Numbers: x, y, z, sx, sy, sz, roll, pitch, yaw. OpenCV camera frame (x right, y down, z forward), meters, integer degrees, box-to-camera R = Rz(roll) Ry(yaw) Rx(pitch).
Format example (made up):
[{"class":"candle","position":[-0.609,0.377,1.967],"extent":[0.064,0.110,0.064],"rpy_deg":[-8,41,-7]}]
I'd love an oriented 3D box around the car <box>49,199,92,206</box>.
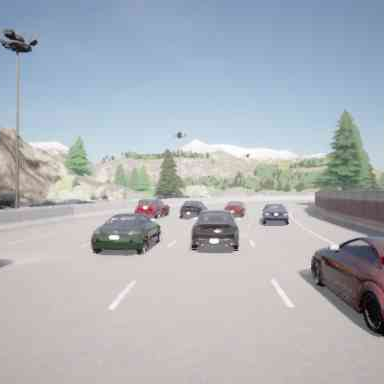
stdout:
[{"class":"car","position":[-12.830,1.537,36.596],"extent":[2.033,1.411,5.357],"rpy_deg":[0,0,14]}]

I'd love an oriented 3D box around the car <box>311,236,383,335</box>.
[{"class":"car","position":[3.896,1.577,6.691],"extent":[1.994,1.385,4.181],"rpy_deg":[0,0,3]}]

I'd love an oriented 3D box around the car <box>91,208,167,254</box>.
[{"class":"car","position":[-2.526,1.566,13.669],"extent":[1.994,1.385,4.181],"rpy_deg":[0,0,6]}]

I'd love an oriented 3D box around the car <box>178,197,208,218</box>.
[{"class":"car","position":[0.232,1.522,30.126],"extent":[1.837,1.490,4.892],"rpy_deg":[0,0,13]}]

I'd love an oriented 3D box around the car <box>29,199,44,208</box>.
[{"class":"car","position":[-18.546,1.543,42.117],"extent":[1.994,1.385,4.181],"rpy_deg":[0,0,16]}]

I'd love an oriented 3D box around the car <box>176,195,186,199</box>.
[{"class":"car","position":[-2.222,1.498,80.289],"extent":[1.994,1.385,4.181],"rpy_deg":[0,0,30]}]

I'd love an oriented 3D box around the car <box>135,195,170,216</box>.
[{"class":"car","position":[-3.438,1.360,29.687],"extent":[2.097,1.767,4.553],"rpy_deg":[0,0,12]}]

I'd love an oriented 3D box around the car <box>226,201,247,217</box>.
[{"class":"car","position":[4.093,1.552,31.235],"extent":[1.812,1.442,4.674],"rpy_deg":[0,0,14]}]

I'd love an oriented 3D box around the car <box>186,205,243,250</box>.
[{"class":"car","position":[1.061,1.515,14.355],"extent":[1.837,1.490,4.892],"rpy_deg":[0,0,6]}]

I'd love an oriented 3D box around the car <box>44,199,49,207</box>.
[{"class":"car","position":[-15.266,1.534,40.987],"extent":[2.033,1.411,5.357],"rpy_deg":[0,0,16]}]

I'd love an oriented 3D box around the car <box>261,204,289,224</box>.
[{"class":"car","position":[6.245,1.576,25.093],"extent":[2.033,1.411,5.357],"rpy_deg":[0,0,12]}]

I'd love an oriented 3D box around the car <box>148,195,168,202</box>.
[{"class":"car","position":[-7.840,1.525,77.494],"extent":[2.128,1.511,4.902],"rpy_deg":[0,0,28]}]

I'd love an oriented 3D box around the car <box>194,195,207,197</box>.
[{"class":"car","position":[2.429,1.615,74.347],"extent":[1.895,1.301,4.718],"rpy_deg":[0,0,28]}]

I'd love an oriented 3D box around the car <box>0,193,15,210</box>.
[{"class":"car","position":[-23.001,1.188,39.105],"extent":[2.150,2.045,5.566],"rpy_deg":[0,0,15]}]
